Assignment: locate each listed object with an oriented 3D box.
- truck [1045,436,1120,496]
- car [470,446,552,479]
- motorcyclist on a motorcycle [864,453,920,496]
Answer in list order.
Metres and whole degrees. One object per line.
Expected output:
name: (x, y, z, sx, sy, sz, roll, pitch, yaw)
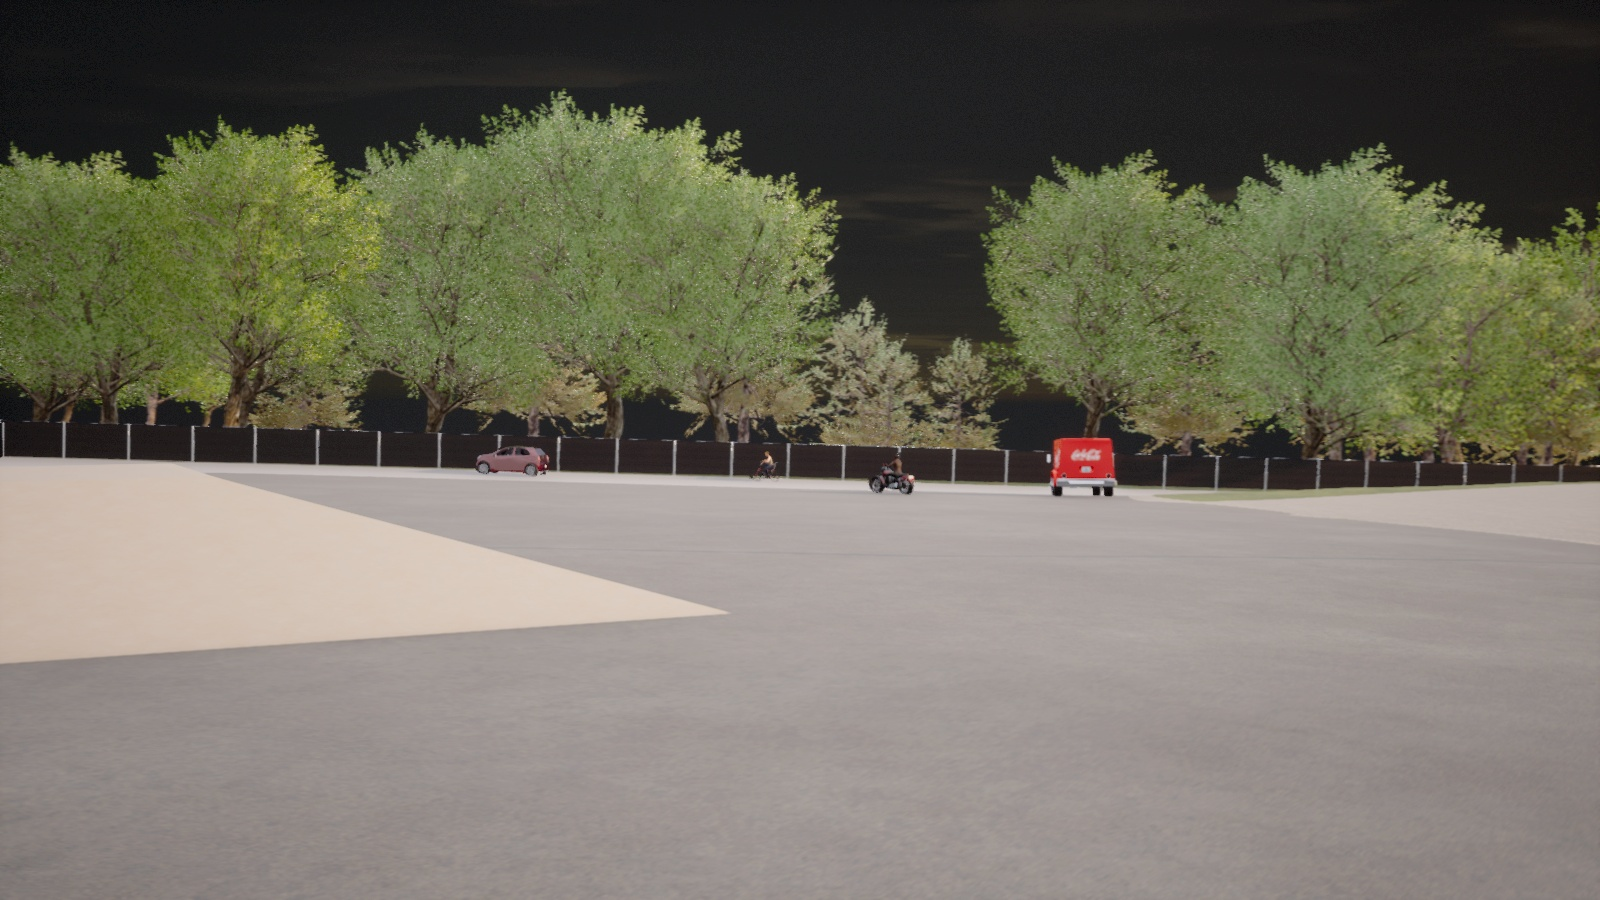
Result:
truck: (12.249, 0.728, 54.753, 2.627, 2.467, 5.204, 0, -1, 6)
car: (-14.731, 0.629, 64.037, 3.633, 1.501, 1.845, 2, 2, 7)
motorcyclist on a motorcycle: (3.668, 0.968, 50.346, 0.766, 1.649, 2.350, 0, 0, -41)
